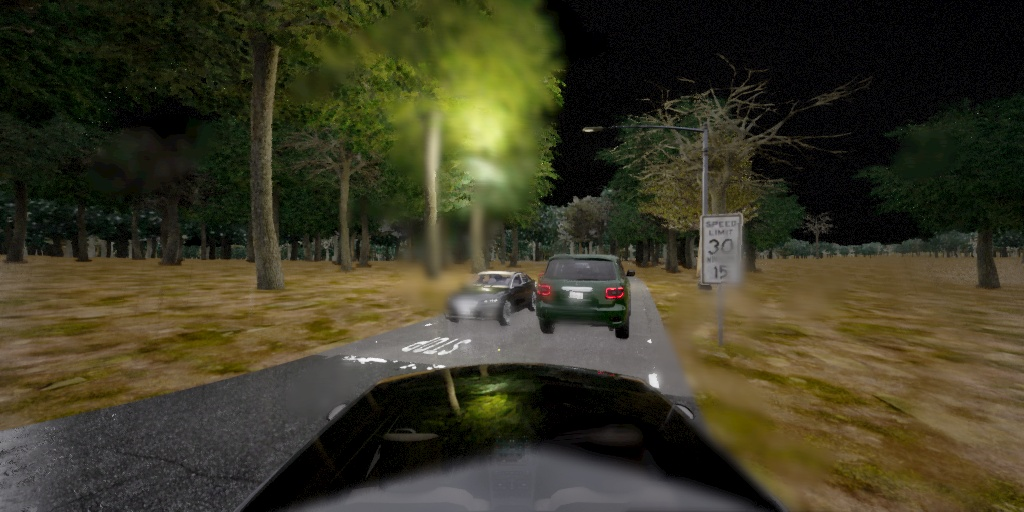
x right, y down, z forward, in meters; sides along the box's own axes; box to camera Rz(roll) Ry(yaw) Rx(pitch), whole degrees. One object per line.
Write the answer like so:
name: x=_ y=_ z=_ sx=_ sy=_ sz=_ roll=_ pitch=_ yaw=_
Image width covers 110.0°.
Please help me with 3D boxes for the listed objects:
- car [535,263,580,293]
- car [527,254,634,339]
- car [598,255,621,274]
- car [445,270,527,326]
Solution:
car: x=2.962 y=1.246 z=22.190 sx=1.882 sy=1.535 sz=5.008 roll=0 pitch=0 yaw=18
car: x=2.312 y=0.976 z=10.464 sx=2.150 sy=2.045 sz=5.566 roll=0 pitch=0 yaw=19
car: x=11.404 y=0.945 z=42.291 sx=2.150 sy=2.045 sz=5.566 roll=0 pitch=0 yaw=11
car: x=-0.452 y=1.254 z=12.026 sx=2.128 sy=1.511 sz=4.902 roll=0 pitch=0 yaw=19
